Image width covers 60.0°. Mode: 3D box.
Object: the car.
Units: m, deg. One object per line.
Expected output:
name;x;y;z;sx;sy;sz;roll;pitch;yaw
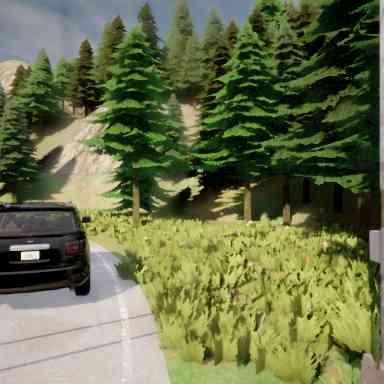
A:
car;-3.807;1.245;8.497;2.150;2.045;5.566;0;0;-20
